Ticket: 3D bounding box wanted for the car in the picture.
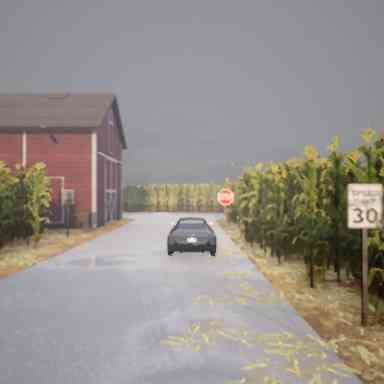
[{"bbox_3d":[-0.004,1.777,14.285,1.994,1.385,4.181,0,-1,0],"label":"car"}]
